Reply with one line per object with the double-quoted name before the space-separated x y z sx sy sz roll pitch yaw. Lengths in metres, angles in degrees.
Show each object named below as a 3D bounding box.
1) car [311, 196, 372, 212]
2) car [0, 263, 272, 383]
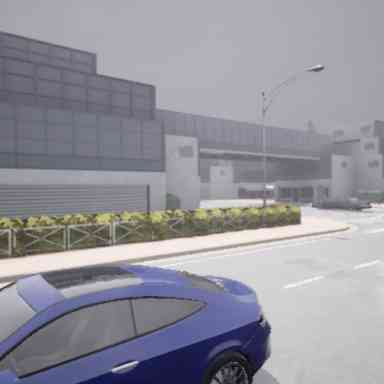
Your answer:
"car" 14.288 1.119 32.011 2.033 1.411 5.357 -1 1 -38
"car" -1.233 1.516 3.100 4.674 1.442 1.812 -1 1 -35
